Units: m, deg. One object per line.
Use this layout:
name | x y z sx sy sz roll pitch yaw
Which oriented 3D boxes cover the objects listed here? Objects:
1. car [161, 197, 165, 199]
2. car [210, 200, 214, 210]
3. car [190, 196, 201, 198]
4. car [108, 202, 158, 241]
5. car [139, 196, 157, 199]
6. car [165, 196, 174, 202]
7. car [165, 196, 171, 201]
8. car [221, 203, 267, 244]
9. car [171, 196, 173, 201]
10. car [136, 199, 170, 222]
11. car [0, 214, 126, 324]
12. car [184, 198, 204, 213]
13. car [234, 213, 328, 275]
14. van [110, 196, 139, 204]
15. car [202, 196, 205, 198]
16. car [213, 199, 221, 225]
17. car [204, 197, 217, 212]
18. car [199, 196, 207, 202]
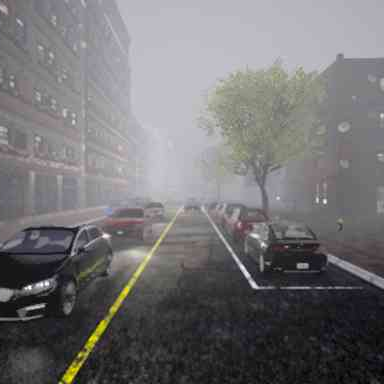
car | -5.707 1.604 50.126 2.008 1.369 4.403 0 0 0
car | 2.681 1.602 27.341 1.802 1.307 4.206 0 0 0
car | 0.018 1.529 48.890 1.882 1.535 5.008 0 0 0
car | -3.098 1.489 16.907 1.882 1.535 5.008 0 0 0
car | -5.703 1.349 38.733 2.192 1.841 5.009 0 0 0
car | -5.718 1.695 84.307 1.947 1.339 4.313 0 0 0
car | -5.713 1.613 67.047 1.752 1.417 4.829 0 0 0
car | 2.685 1.451 15.947 1.967 1.590 4.097 0 0 0
car | -5.714 1.645 72.915 1.887 1.381 4.507 0 0 0
car | -3.094 1.545 27.005 1.812 1.442 4.674 0 0 0
car | -3.103 1.496 7.459 2.128 1.511 4.902 0 0 0
car | 0.089 1.634 38.007 1.895 1.301 4.718 0 0 0
car | 2.687 1.557 10.250 2.008 1.369 4.403 0 0 0
van | -5.700 1.361 27.340 1.690 1.788 3.998 0 0 0
car | 2.676 1.483 44.431 1.967 1.590 4.097 0 0 0
car | 2.683 1.455 21.643 1.967 1.590 4.097 0 0 0
car | 2.678 1.585 38.734 2.008 1.369 4.403 0 0 0
car | 2.663 1.674 84.307 1.887 1.381 4.507 0 0 0
